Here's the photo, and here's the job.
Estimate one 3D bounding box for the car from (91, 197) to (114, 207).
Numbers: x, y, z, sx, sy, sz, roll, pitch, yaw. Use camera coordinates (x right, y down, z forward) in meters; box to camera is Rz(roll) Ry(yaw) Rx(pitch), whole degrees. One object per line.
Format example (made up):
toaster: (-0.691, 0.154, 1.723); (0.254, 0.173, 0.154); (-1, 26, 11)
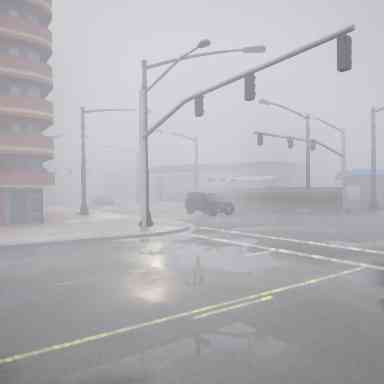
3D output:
car: (-13.969, 1.453, 51.793); (2.033, 1.411, 5.357); (-1, 0, -37)

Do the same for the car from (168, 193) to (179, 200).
car: (-3.414, 0.989, 77.429); (4.611, 1.667, 2.242); (-1, 0, -35)

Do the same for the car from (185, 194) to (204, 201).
car: (0.559, 1.134, 73.210); (3.806, 1.475, 1.970); (-1, 0, -35)

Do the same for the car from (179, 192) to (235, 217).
car: (1.532, 1.070, 30.945); (2.150, 2.045, 5.566); (-1, 1, -37)
